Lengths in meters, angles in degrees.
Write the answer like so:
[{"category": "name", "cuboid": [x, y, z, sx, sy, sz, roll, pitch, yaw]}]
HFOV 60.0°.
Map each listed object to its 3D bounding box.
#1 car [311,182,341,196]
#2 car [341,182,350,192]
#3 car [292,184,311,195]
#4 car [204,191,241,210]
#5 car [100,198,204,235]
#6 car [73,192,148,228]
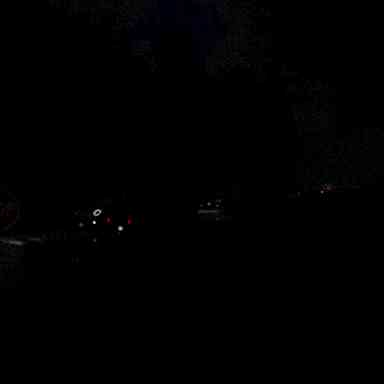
[{"category": "car", "cuboid": [16.436, -0.342, 40.563, 1.812, 1.442, 4.674, -1, 2, 35]}, {"category": "car", "cuboid": [22.057, -0.807, 49.205, 2.033, 1.411, 5.357, -1, 2, 32]}, {"category": "car", "cuboid": [14.756, -0.367, 43.548, 2.033, 1.411, 5.357, -1, 2, 35]}, {"category": "car", "cuboid": [2.419, 0.625, 26.498, 1.994, 1.385, 4.181, -1, 2, 36]}, {"category": "car", "cuboid": [-1.687, 1.138, 15.661, 1.895, 1.301, 4.718, -1, 2, 36]}, {"category": "car", "cuboid": [-4.017, 0.901, 17.754, 2.097, 1.767, 4.553, -1, 2, 37]}]
